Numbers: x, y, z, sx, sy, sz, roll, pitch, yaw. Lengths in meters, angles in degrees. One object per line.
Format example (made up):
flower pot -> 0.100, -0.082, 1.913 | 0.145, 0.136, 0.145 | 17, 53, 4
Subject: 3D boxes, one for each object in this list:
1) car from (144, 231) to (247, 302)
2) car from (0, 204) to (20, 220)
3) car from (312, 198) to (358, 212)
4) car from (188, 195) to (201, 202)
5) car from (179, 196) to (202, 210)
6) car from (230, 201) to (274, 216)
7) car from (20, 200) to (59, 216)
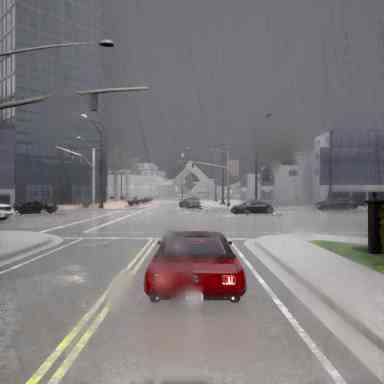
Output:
car -> 0.068, 1.601, 8.189 | 1.895, 1.301, 4.718 | 0, 0, 0
car -> -17.346, 1.339, 26.585 | 5.566, 2.045, 2.150 | -1, 0, 0
car -> 16.159, 1.464, 37.564 | 4.902, 1.511, 2.128 | 0, 0, -1
car -> 0.636, 1.540, 77.358 | 2.033, 1.411, 5.357 | 0, 0, 12
car -> -0.246, 1.553, 43.189 | 2.033, 1.411, 5.357 | 0, 0, -16
car -> 5.825, 1.564, 32.423 | 4.181, 1.385, 1.994 | 0, 0, -21
car -> -16.090, 1.613, 33.790 | 4.892, 1.490, 1.837 | -1, 0, 0
